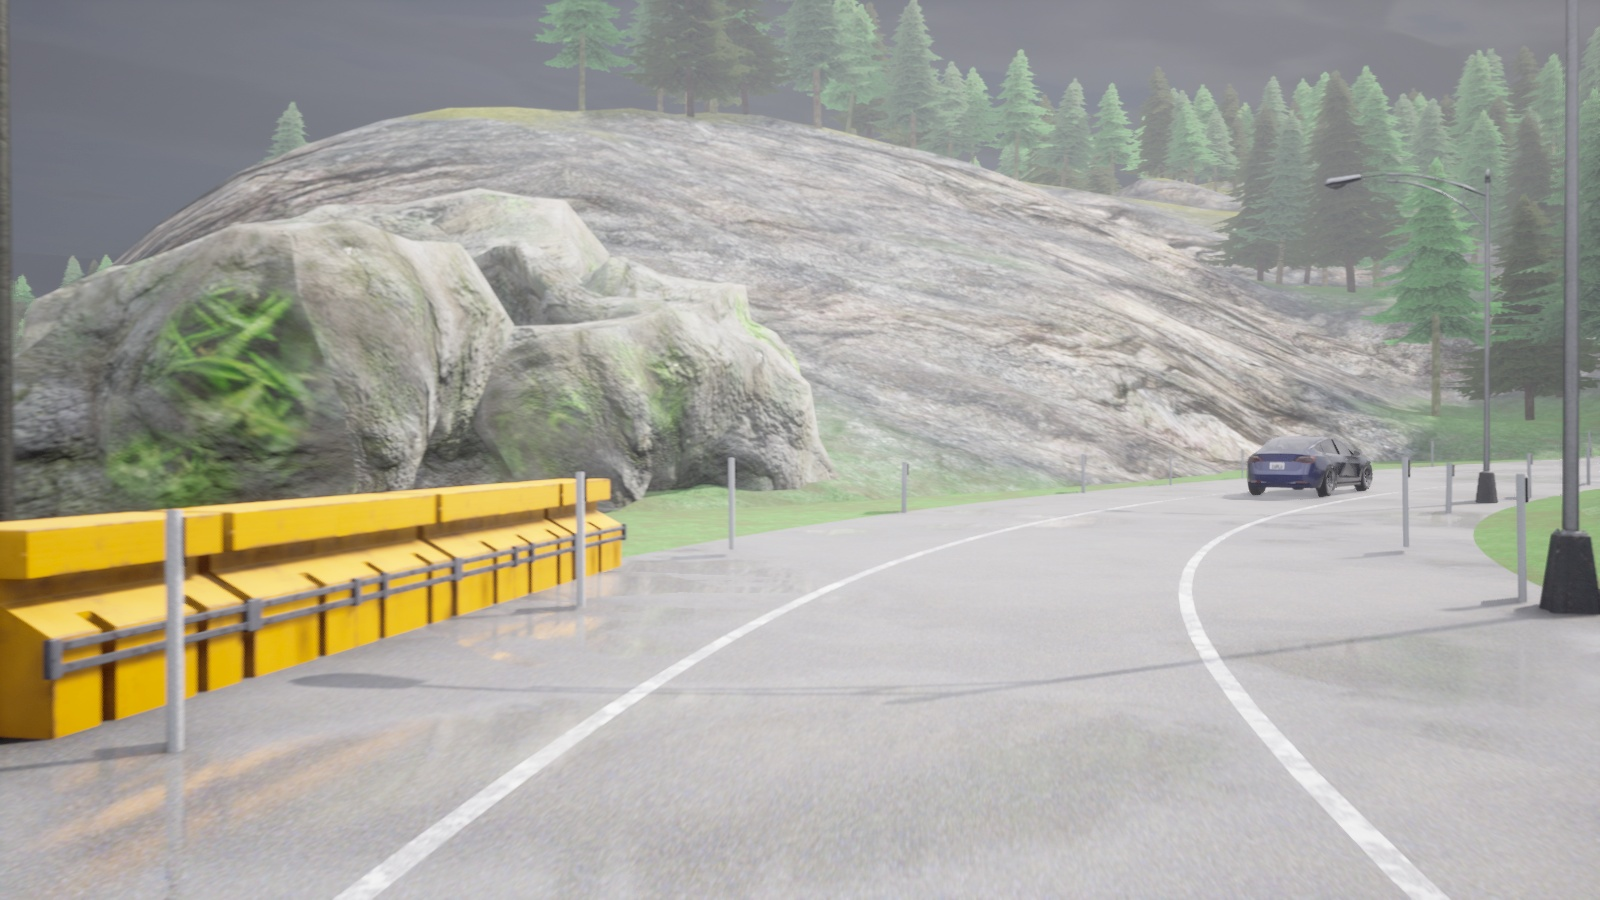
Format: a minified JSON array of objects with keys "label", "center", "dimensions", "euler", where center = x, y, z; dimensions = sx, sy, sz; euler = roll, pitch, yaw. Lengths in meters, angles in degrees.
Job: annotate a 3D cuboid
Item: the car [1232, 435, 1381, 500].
[{"label":"car","center":[13.196,0.397,32.526],"dimensions":[2.163,1.488,4.792],"euler":[0,1,41]}]
